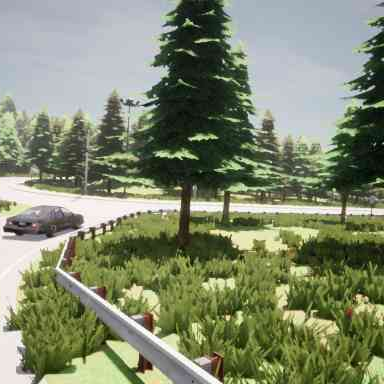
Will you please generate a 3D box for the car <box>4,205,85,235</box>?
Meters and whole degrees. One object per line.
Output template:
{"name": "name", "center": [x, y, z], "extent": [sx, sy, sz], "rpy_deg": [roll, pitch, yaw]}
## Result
{"name": "car", "center": [-7.399, 1.412, 17.296], "extent": [2.033, 1.411, 5.357], "rpy_deg": [4, 1, 3]}
